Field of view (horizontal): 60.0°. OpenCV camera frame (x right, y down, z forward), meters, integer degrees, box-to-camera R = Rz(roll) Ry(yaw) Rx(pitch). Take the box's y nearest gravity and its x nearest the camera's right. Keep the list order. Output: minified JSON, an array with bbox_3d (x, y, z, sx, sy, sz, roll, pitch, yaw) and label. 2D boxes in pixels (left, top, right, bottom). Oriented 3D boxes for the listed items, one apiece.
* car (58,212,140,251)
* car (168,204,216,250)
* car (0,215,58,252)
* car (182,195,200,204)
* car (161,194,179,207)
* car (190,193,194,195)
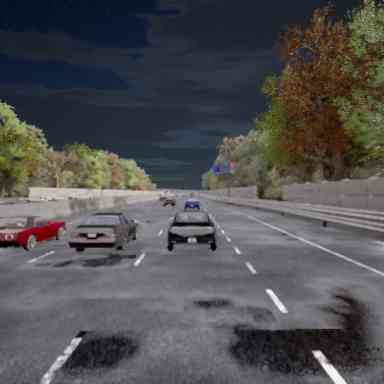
[{"bbox_3d":[-3.496,1.564,14.120,2.033,1.411,5.357,0,0,0],"label":"car"},{"bbox_3d":[0.001,1.508,14.301,2.128,1.511,4.902,0,0,0],"label":"car"},{"bbox_3d":[-7.000,1.617,14.007,1.895,1.301,4.718,0,0,0],"label":"car"},{"bbox_3d":[0.008,1.527,43.485,1.882,1.535,5.008,0,0,0],"label":"car"},{"bbox_3d":[-3.493,1.568,53.646,1.837,1.490,4.892,0,0,0],"label":"car"},{"bbox_3d":[0.014,1.644,79.445,1.994,1.385,4.181,0,0,0],"label":"car"}]
